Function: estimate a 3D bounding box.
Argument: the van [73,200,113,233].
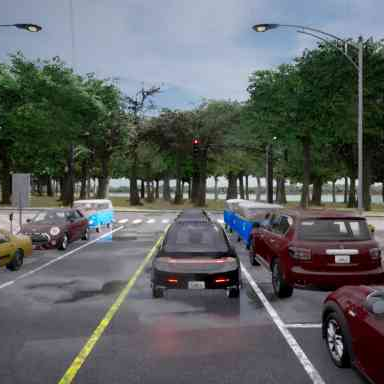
[{"bbox_3d":[-5.769,1.343,19.362,1.690,1.788,3.998,0,0,0],"label":"van"}]

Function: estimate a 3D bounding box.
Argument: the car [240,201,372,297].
[{"bbox_3d":[2.759,1.315,8.488,2.192,1.841,5.009,0,0,0],"label":"car"}]

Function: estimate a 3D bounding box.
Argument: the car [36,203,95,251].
[{"bbox_3d":[-5.767,1.441,13.924,1.967,1.590,4.097,0,0,0],"label":"car"}]

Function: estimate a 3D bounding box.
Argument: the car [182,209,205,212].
[{"bbox_3d":[0.053,1.565,17.438,1.994,1.385,4.181,0,0,1],"label":"car"}]

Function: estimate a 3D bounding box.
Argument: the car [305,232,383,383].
[{"bbox_3d":[2.760,1.440,3.051,1.967,1.590,4.097,0,0,0],"label":"car"}]

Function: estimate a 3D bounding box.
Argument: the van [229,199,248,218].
[{"bbox_3d":[2.758,1.342,13.926,1.690,1.788,3.998,0,0,0],"label":"van"}]

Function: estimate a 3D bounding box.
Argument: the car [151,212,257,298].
[{"bbox_3d":[0.088,1.492,8.520,2.128,1.511,4.902,0,0,0],"label":"car"}]

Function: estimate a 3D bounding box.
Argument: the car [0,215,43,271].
[{"bbox_3d":[-5.766,1.526,8.317,1.752,1.417,4.829,0,0,0],"label":"car"}]

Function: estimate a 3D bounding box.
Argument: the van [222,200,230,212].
[{"bbox_3d":[2.757,1.343,19.363,1.690,1.788,3.998,0,0,0],"label":"van"}]
